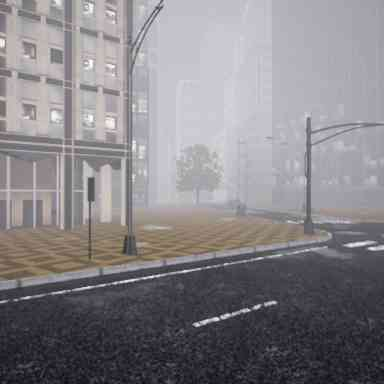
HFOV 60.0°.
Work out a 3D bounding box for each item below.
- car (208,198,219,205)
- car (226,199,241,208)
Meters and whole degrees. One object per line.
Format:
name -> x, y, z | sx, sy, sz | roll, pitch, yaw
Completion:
car -> 4.859, 2.122, 74.941 | 1.812, 1.442, 4.674 | 0, -1, -8
car -> 7.217, 1.943, 58.265 | 1.837, 1.490, 4.892 | 0, -1, -8
